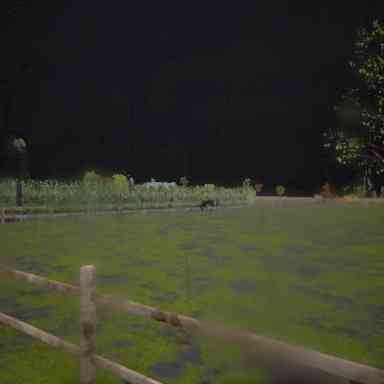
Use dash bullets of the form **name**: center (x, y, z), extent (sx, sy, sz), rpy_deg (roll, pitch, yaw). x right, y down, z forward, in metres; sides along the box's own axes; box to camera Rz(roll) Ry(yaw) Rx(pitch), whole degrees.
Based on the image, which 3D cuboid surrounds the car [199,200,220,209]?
- **car**: center (3.066, 2.178, 57.721), extent (1.837, 1.490, 4.892), rpy_deg (-1, -1, 36)
